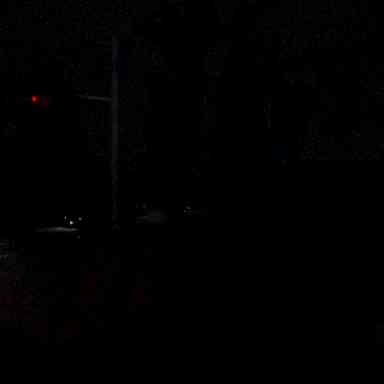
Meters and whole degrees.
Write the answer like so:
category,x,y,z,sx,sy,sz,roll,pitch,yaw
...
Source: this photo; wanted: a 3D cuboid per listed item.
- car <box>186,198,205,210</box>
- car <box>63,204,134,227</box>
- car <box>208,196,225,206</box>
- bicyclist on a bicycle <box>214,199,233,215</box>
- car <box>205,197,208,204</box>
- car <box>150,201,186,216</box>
category,x,y,z,sx,sy,sz,roll,pitch,yaw
car,0.027,1.550,42.524,2.033,1.411,5.357,0,0,9
car,-6.263,1.546,23.124,2.033,1.411,5.357,0,0,29
car,4.276,1.497,53.505,2.128,1.511,4.902,0,0,0
bicyclist on a bicycle,2.140,1.294,22.886,1.656,1.620,0.582,0,0,25
car,3.239,1.559,63.492,2.033,1.411,5.357,0,0,-11
car,-2.467,1.564,32.408,1.994,1.385,4.181,0,0,19
